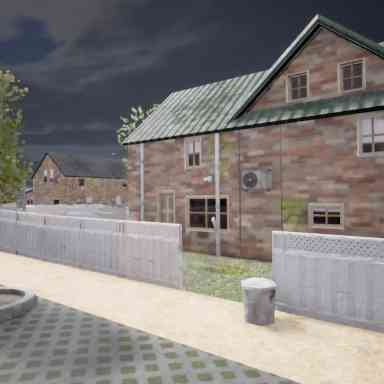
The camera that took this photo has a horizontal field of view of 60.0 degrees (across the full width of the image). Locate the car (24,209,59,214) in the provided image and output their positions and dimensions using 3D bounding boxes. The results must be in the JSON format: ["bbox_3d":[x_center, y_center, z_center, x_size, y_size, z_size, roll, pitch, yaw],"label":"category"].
[{"bbox_3d":[-10.082,1.784,22.088,1.882,1.535,5.008,-1,-2,35],"label":"car"}]

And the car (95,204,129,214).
[{"bbox_3d":[-7.552,1.900,30.745,2.097,1.767,4.553,-1,-2,35],"label":"car"}]
